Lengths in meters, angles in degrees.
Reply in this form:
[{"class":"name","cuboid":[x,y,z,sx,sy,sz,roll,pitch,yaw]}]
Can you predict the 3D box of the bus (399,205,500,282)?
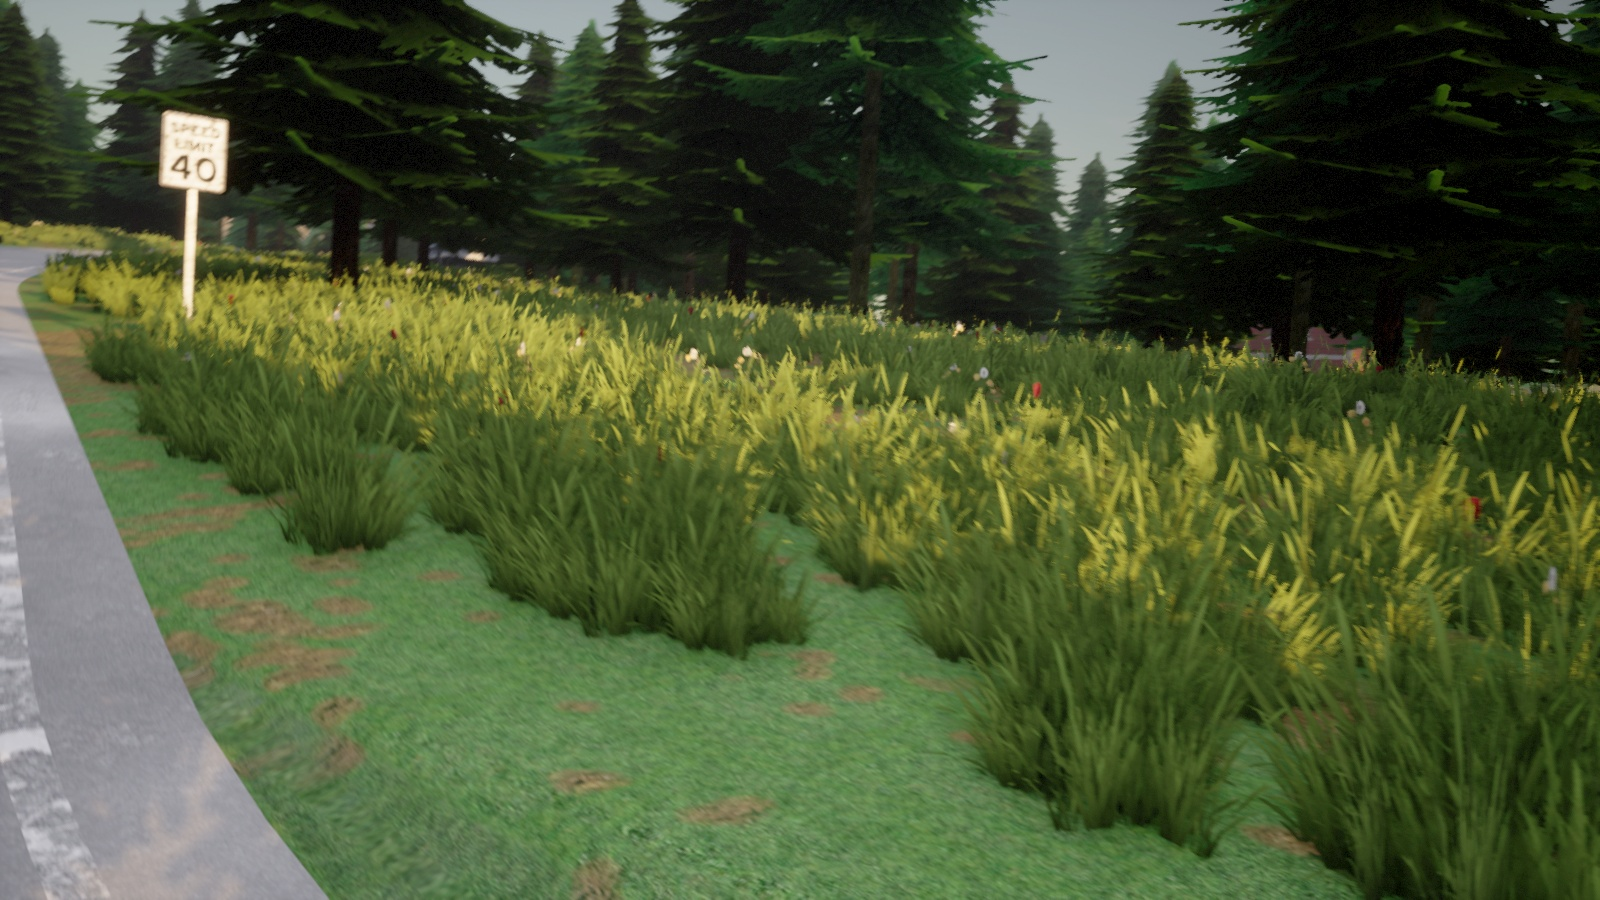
[{"class":"bus","cuboid":[-23.768,-13.768,84.657,3.944,4.253,10.273,2,4,-30]}]
